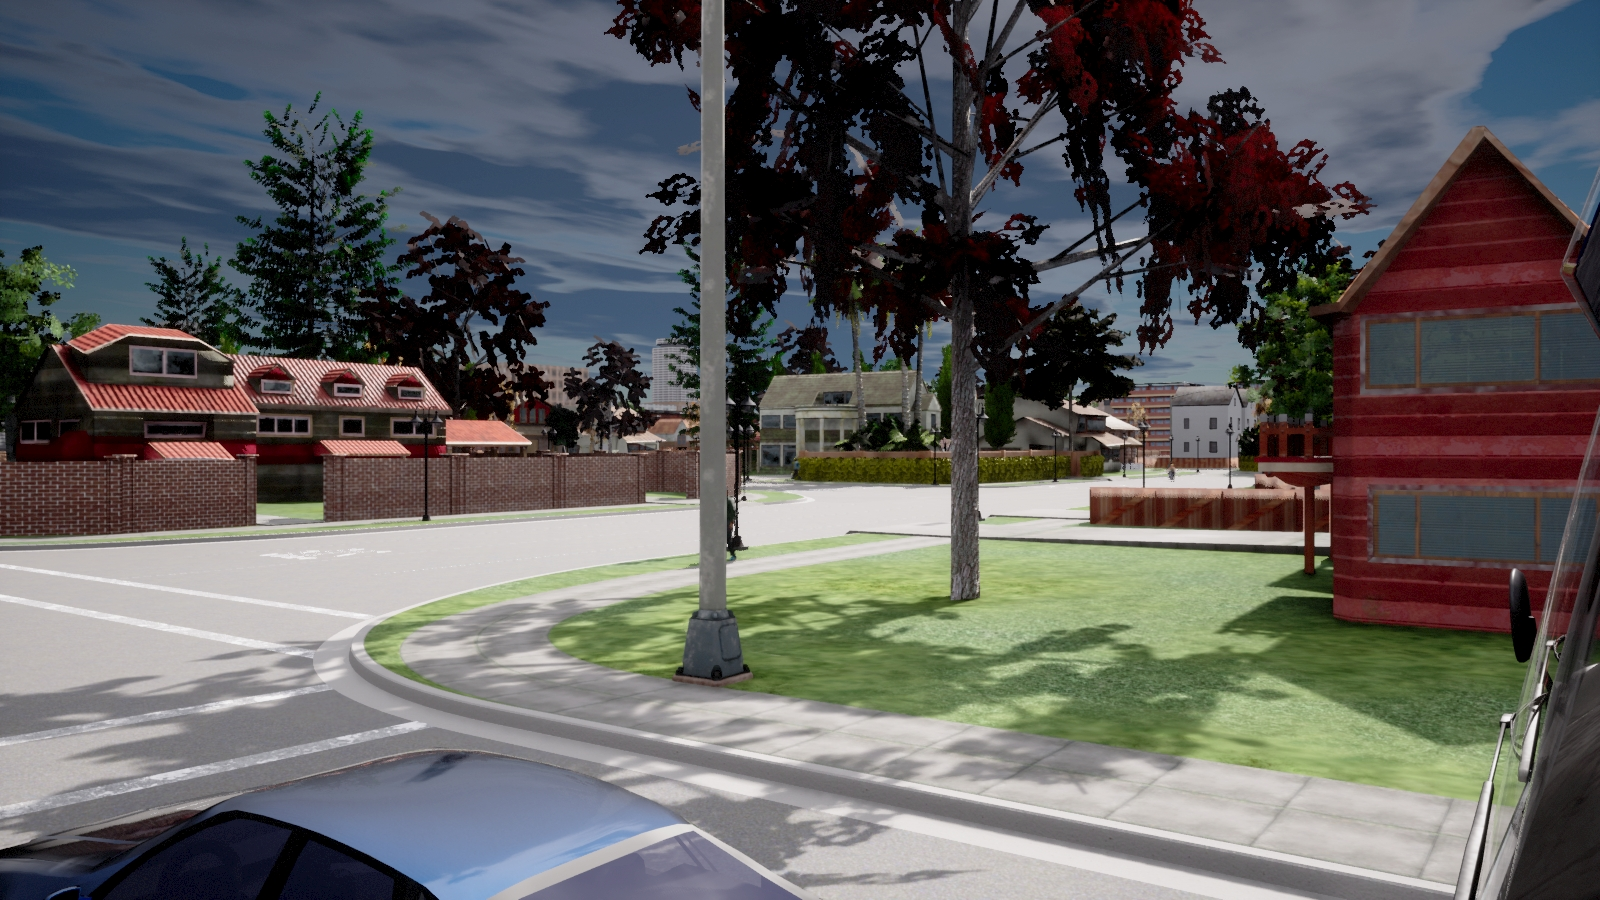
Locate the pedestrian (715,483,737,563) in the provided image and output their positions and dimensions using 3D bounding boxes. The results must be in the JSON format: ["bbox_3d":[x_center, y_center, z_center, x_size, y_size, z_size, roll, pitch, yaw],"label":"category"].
[{"bbox_3d":[-1.737,1.704,26.778,0.375,1.860,0.375,0,0,35],"label":"pedestrian"}]

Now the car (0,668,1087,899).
[{"bbox_3d":[-1.713,2.106,4.943,5.357,1.411,2.033,0,0,36],"label":"car"}]
